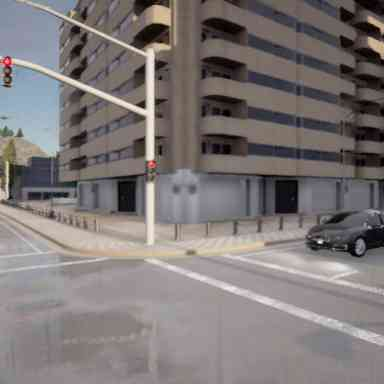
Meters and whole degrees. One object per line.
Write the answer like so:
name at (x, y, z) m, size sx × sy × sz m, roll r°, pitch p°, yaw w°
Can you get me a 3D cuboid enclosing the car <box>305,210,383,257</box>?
car at (6.424, 1.475, 12.834) m, size 4.892 × 1.490 × 1.837 m, roll 0°, pitch 0°, yaw -34°
